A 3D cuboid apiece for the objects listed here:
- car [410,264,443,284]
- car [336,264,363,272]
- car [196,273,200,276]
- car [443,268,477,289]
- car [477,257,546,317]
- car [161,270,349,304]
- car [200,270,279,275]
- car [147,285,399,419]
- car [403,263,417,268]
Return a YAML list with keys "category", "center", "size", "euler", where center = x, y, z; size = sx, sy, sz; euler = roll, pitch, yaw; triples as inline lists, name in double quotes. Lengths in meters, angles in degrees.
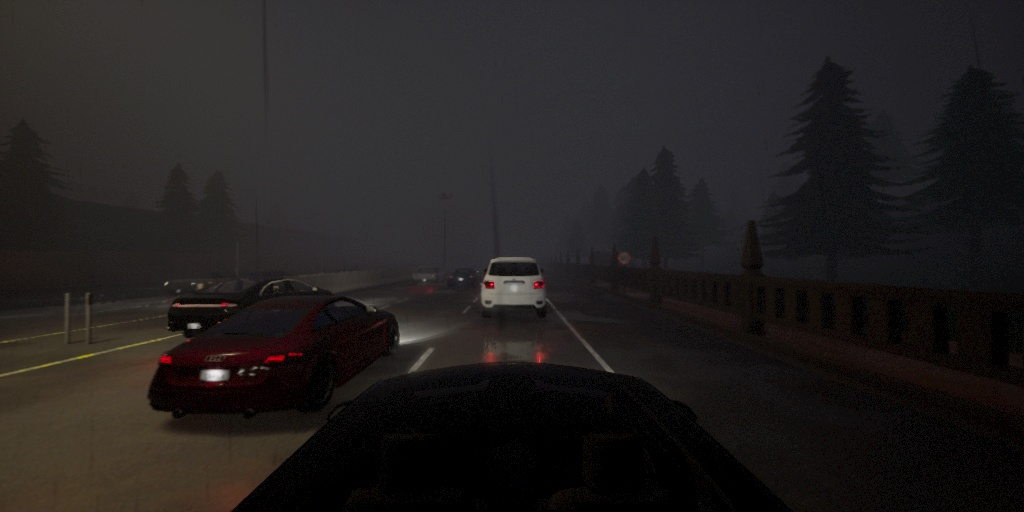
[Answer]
- category: "car"
  center: [-6.863, 1.619, 30.355]
  size: [1.895, 1.301, 4.718]
  euler: [0, 0, 0]
- category: "car"
  center: [-20.968, 1.749, 46.202]
  size: [1.994, 1.385, 4.181]
  euler: [0, -1, 1]
- category: "car"
  center: [-17.602, 1.556, 21.144]
  size: [1.895, 1.301, 4.718]
  euler: [0, -1, 0]
- category: "car"
  center: [-3.383, 1.536, 25.803]
  size: [1.994, 1.385, 4.181]
  euler: [0, 0, 0]
- category: "car"
  center: [0.073, 1.080, 13.826]
  size: [2.150, 2.045, 5.566]
  euler: [0, 0, 0]
- category: "car"
  center: [-6.932, 1.331, 10.243]
  size: [2.128, 1.511, 4.902]
  euler: [0, 0, 0]
- category: "car"
  center: [-14.107, 1.487, 20.183]
  size: [2.033, 1.411, 5.357]
  euler: [0, 0, 0]
- category: "car"
  center: [-3.431, 1.360, 6.141]
  size: [1.994, 1.385, 4.181]
  euler: [0, 0, 0]
- category: "car"
  center: [-17.355, 1.878, 61.603]
  size: [1.994, 1.385, 4.181]
  euler: [0, -1, 1]
